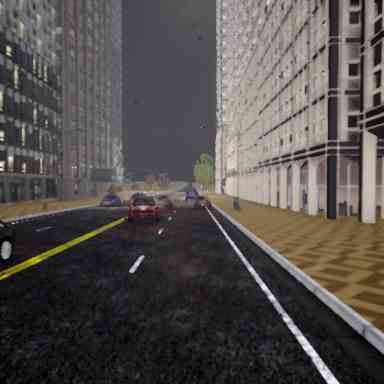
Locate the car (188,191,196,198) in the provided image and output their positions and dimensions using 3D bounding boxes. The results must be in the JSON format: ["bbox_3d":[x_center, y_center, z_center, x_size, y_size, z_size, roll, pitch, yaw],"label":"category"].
[{"bbox_3d":[0.007,0.439,70.508,1.812,1.442,4.674,0,1,0],"label":"car"}]

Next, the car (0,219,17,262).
[{"bbox_3d":[-6.560,1.396,8.768,1.837,1.490,4.892,0,1,0],"label":"car"}]

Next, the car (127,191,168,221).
[{"bbox_3d":[-3.166,1.056,23.790,2.097,1.767,4.553,0,1,1],"label":"car"}]

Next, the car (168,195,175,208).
[{"bbox_3d":[-3.148,1.041,38.626,1.812,1.442,4.674,0,1,0],"label":"car"}]

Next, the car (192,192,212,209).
[{"bbox_3d":[1.141,1.072,36.314,1.812,1.442,4.674,0,1,0],"label":"car"}]

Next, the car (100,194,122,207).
[{"bbox_3d":[-9.827,1.016,40.639,1.812,1.442,4.674,0,1,0],"label":"car"}]

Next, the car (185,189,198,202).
[{"bbox_3d":[0.006,0.532,54.545,2.150,2.045,5.566,0,1,0],"label":"car"}]

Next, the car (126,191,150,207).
[{"bbox_3d":[-6.573,0.837,41.017,2.097,1.767,4.553,0,1,0],"label":"car"}]
